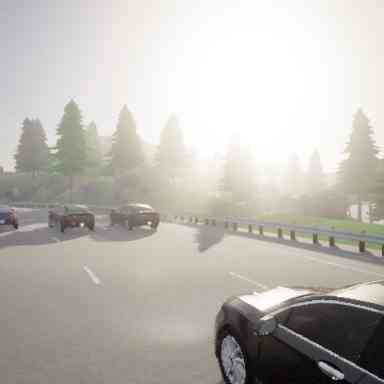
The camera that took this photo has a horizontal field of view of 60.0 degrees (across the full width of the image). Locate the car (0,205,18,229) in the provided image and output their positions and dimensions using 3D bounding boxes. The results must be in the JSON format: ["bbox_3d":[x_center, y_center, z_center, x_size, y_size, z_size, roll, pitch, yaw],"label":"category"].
[{"bbox_3d":[-12.220,1.515,20.860,1.812,1.442,4.674,0,0,-37],"label":"car"}]

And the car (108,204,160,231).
[{"bbox_3d":[-3.748,1.495,20.875,1.837,1.490,4.892,0,0,-33],"label":"car"}]

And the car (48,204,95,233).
[{"bbox_3d":[-7.255,1.494,19.870,1.837,1.490,4.892,0,0,-34],"label":"car"}]

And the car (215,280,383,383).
[{"bbox_3d":[1.825,1.503,2.669,1.837,1.490,4.892,0,0,-21],"label":"car"}]
